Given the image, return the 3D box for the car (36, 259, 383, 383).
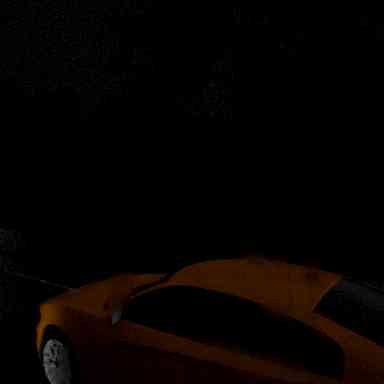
[{"bbox_3d":[0.382,1.465,3.413,5.008,1.535,1.882,1,0,35],"label":"car"}]
